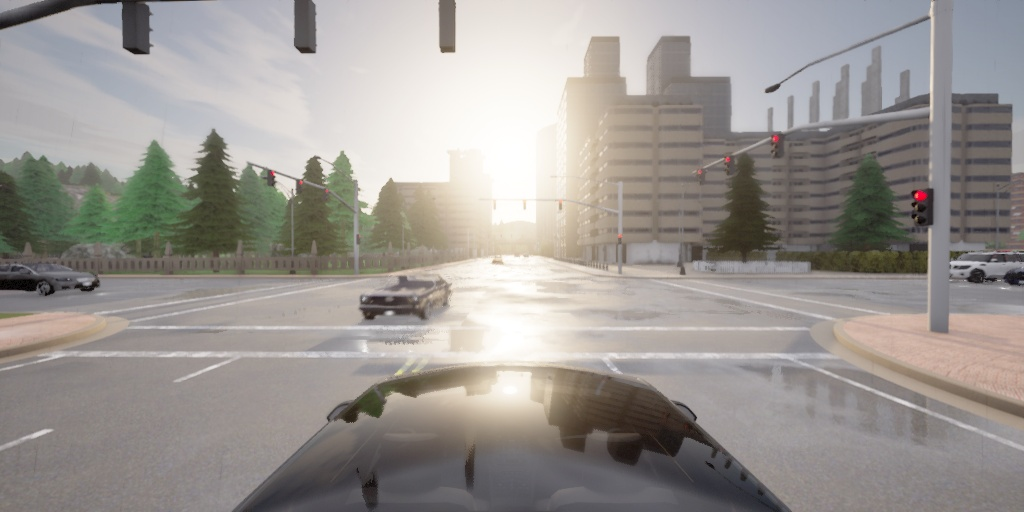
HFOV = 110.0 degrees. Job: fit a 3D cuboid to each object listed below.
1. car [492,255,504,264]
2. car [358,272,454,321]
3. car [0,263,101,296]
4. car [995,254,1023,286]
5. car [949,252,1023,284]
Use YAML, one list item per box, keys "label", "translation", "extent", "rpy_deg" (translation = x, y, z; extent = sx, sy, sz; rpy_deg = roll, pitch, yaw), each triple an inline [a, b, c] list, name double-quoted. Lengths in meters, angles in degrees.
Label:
- label: "car"
  translation: [-2.426, 0.659, 61.098]
  extent: [1.882, 1.535, 5.008]
  rpy_deg: [0, 2, 1]
- label: "car"
  translation: [-3.308, 1.252, 12.077]
  extent: [1.895, 1.301, 4.718]
  rpy_deg: [0, 1, 2]
- label: "car"
  translation: [-22.944, 1.076, 17.330]
  extent: [4.902, 1.511, 2.128]
  rpy_deg: [0, 1, 1]
- label: "car"
  translation: [31.400, 0.911, 20.439]
  extent: [4.553, 1.767, 2.097]
  rpy_deg: [0, 1, 1]
- label: "car"
  translation: [31.553, 0.745, 23.945]
  extent: [5.566, 2.045, 2.150]
  rpy_deg: [0, 1, 1]
